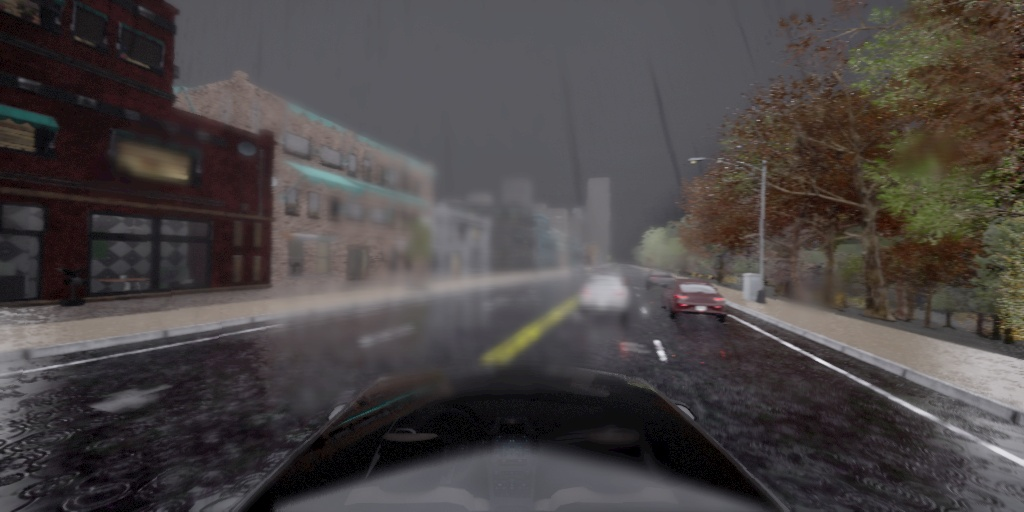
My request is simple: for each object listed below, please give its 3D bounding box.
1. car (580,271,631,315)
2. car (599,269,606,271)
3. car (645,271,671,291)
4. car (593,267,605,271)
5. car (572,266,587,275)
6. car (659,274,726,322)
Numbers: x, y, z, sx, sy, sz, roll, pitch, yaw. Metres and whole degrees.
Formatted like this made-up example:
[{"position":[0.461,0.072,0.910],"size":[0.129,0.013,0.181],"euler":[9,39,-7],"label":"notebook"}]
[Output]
[{"position":[4.028,1.569,15.273],"size":[1.812,1.442,4.674],"euler":[1,-1,18],"label":"car"},{"position":[8.207,1.937,28.313],"size":[1.895,1.301,4.718],"euler":[1,-1,18],"label":"car"},{"position":[11.492,1.918,27.885],"size":[2.128,1.511,4.902],"euler":[1,-1,18],"label":"car"},{"position":[14.270,2.463,58.085],"size":[1.994,1.385,4.181],"euler":[1,-1,18],"label":"car"},{"position":[11.107,2.310,58.861],"size":[2.128,1.511,4.902],"euler":[1,-1,18],"label":"car"},{"position":[7.142,1.648,14.345],"size":[1.812,1.442,4.674],"euler":[1,-1,18],"label":"car"}]
